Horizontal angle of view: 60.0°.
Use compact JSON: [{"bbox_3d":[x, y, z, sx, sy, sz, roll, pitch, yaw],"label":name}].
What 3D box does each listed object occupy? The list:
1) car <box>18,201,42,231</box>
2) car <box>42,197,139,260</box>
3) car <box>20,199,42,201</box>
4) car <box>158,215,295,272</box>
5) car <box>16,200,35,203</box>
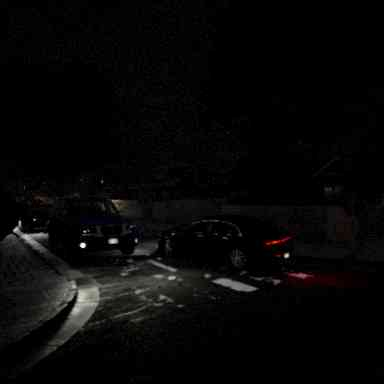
[{"bbox_3d":[-9.666,1.574,21.315,1.812,1.442,4.674,0,0,-35],"label":"car"},{"bbox_3d":[-4.097,1.252,13.081,2.150,2.045,5.566,0,0,-34],"label":"car"},{"bbox_3d":[-19.385,1.575,40.836,1.882,1.535,5.008,0,0,-34],"label":"car"},{"bbox_3d":[0.904,1.528,10.981,4.892,1.490,1.837,0,3,43],"label":"car"},{"bbox_3d":[-15.497,1.671,29.933,1.895,1.301,4.718,0,0,-34],"label":"car"}]
